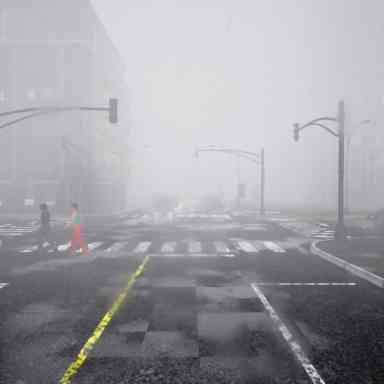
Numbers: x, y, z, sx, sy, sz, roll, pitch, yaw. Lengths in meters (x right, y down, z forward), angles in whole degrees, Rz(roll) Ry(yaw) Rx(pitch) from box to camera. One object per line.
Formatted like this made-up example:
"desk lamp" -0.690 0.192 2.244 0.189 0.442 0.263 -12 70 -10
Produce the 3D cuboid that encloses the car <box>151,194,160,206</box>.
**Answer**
"car" -5.763 1.518 54.990 1.947 1.339 4.313 -1 0 0

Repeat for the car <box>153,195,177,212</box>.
"car" -3.140 1.450 39.316 1.882 1.535 5.008 0 0 0

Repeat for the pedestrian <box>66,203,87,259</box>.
"pedestrian" -3.884 1.291 11.225 0.375 1.860 0.375 -1 1 0

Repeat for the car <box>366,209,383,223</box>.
"car" 14.824 1.605 23.737 4.181 1.385 1.994 0 1 1

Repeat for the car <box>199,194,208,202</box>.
"car" 2.564 1.351 77.615 1.967 1.590 4.097 -1 0 0

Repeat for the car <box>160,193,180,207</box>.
"car" -3.145 1.313 48.630 2.097 1.767 4.553 0 0 0

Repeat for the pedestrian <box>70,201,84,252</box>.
"pedestrian" -4.288 1.290 12.423 0.375 1.860 0.375 -1 1 0

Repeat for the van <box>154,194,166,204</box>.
"van" -5.772 1.284 60.635 1.690 1.788 3.998 -1 0 0

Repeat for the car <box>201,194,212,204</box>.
"car" 2.596 1.407 43.740 1.967 1.590 4.097 -1 0 0

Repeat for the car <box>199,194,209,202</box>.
"car" 2.564 1.363 71.969 1.967 1.590 4.097 -1 0 0

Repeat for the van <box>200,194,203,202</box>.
"van" 2.582 1.293 55.032 1.690 1.788 3.998 -1 0 0

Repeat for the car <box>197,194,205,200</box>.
"car" 2.576 1.311 94.553 1.967 1.590 4.097 -1 0 0

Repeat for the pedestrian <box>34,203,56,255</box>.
"pedestrian" -5.230 1.290 11.829 0.375 1.860 0.375 -1 1 0

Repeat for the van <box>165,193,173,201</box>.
"van" -5.797 1.239 83.221 1.690 1.788 3.998 -1 0 0

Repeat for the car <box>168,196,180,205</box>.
"car" -3.144 1.510 58.595 1.994 1.385 4.181 0 0 0

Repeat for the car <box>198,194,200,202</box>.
"car" 2.578 1.488 60.678 1.887 1.381 4.507 -1 0 0

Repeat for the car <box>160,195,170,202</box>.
"car" -5.782 1.467 71.927 1.887 1.381 4.507 -1 0 0

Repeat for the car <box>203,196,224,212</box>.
"car" 2.603 1.519 38.095 1.887 1.381 4.507 -1 0 0
